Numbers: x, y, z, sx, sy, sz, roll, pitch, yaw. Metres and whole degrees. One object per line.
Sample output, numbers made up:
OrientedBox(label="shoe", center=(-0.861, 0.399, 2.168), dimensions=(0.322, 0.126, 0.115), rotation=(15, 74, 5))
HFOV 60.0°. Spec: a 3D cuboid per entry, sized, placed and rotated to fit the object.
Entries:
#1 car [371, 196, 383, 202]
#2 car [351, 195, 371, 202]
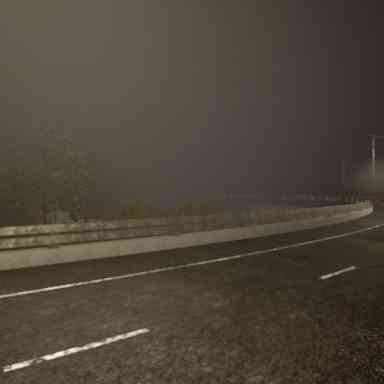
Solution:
OrientedBox(label="car", center=(43.500, 1.745, 79.237), dimensions=(1.812, 1.442, 4.674), rotation=(0, 0, 5))
OrientedBox(label="car", center=(39.954, 1.734, 78.998), dimensions=(1.837, 1.490, 4.892), rotation=(0, 0, 5))
